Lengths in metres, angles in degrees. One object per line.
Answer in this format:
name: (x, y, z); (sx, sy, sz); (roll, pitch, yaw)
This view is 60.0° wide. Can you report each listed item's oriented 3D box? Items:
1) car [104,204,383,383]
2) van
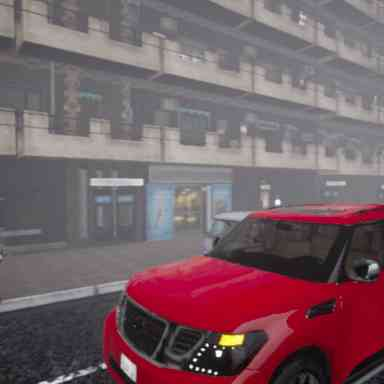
car: (1.686, 1.217, 4.572); (5.566, 2.045, 2.150); (0, 0, -35)
van: (2.091, 1.331, 8.020); (3.998, 1.788, 1.690); (0, -1, -35)
